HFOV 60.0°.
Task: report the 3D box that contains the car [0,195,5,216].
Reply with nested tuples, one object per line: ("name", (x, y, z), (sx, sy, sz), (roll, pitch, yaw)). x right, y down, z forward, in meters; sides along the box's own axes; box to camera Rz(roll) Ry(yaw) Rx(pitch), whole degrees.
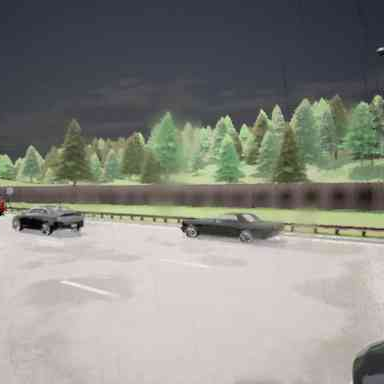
("car", (-19.362, 1.192, 30.693), (5.566, 2.045, 2.150), (0, 0, 35))

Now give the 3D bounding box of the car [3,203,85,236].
("car", (-7.950, 1.477, 18.257), (4.902, 1.511, 2.128), (0, 0, 35))

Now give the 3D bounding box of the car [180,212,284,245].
("car", (1.738, 1.595, 15.649), (4.718, 1.301, 1.895), (0, 0, 35))

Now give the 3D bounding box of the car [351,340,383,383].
("car", (3.326, 1.528, 1.621), (4.674, 1.442, 1.812), (0, 0, 36))
